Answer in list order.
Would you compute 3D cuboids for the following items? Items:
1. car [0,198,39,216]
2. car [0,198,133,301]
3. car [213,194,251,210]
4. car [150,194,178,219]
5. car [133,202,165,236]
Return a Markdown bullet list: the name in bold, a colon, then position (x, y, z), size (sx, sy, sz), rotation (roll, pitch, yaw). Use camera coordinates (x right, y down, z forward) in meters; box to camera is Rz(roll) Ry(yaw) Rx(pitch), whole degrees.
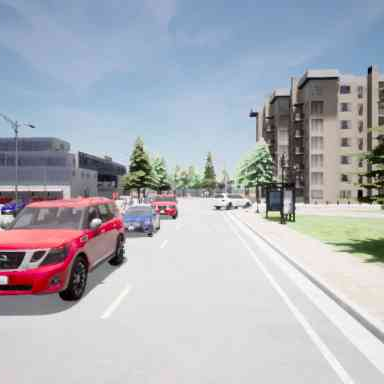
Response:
- **car**: position (-16.210, 1.374, 31.303), size (1.845, 1.501, 3.633), rotation (0, 0, 3)
- **car**: position (-3.322, 1.214, 8.707), size (2.150, 2.045, 5.566), rotation (0, 0, 2)
- **car**: position (5.138, 1.218, 42.233), size (5.566, 2.045, 2.150), rotation (0, 0, -40)
- **car**: position (-2.375, 1.221, 29.264), size (2.150, 2.045, 5.566), rotation (0, 0, 0)
- **car**: position (-2.870, 1.526, 18.542), size (1.812, 1.442, 4.674), rotation (0, 0, 2)
